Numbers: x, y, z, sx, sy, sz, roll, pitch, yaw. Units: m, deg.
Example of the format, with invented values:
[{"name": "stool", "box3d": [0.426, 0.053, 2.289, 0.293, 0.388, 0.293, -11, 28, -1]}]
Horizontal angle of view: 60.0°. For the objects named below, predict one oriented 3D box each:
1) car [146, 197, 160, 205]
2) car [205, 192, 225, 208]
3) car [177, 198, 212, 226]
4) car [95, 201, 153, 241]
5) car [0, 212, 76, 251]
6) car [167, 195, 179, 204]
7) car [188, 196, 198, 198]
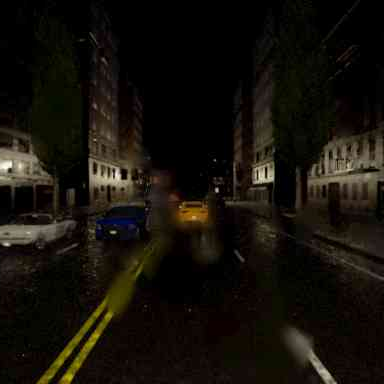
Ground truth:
[{"name": "car", "box3d": [-6.507, 1.435, 55.316, 1.895, 1.301, 4.718, 0, 0, 1]}, {"name": "car", "box3d": [3.396, 1.082, 46.696, 2.150, 2.045, 5.566, 0, 0, 0]}, {"name": "car", "box3d": [0.122, 1.412, 23.033, 1.882, 1.535, 5.008, 0, 0, 0]}, {"name": "car", "box3d": [-3.335, 1.430, 16.599, 1.882, 1.535, 5.008, 0, 0, 0]}, {"name": "car", "box3d": [-6.587, 1.559, 14.053, 1.895, 1.301, 4.718, 0, 0, 0]}, {"name": "car", "box3d": [-3.238, 1.304, 58.298, 1.882, 1.535, 5.008, 0, 0, 1]}, {"name": "car", "box3d": [0.147, 1.336, 48.284, 1.882, 1.535, 5.008, 0, 0, 0]}]
